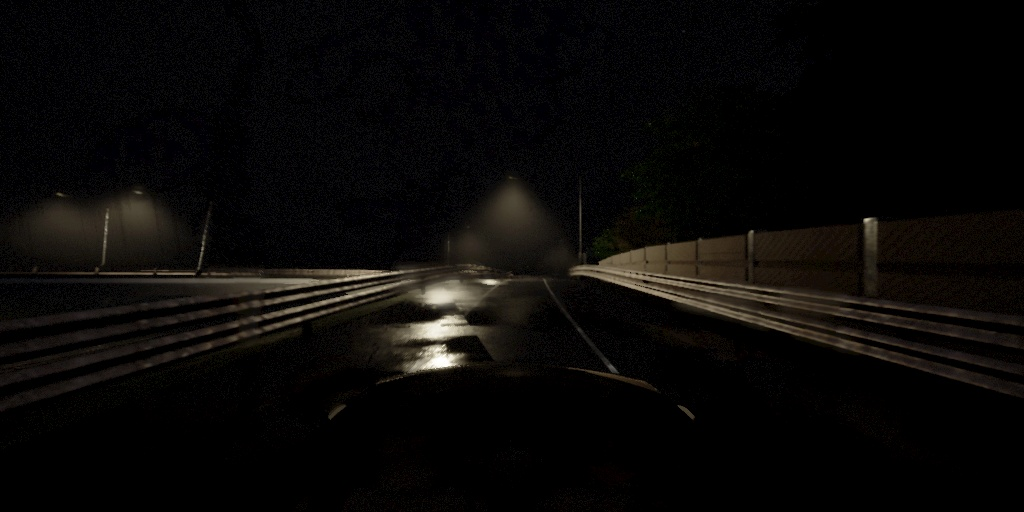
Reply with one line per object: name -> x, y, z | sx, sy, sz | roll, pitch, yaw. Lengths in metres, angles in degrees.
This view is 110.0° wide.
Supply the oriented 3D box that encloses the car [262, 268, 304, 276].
car -> -31.950, 2.448, 50.154 | 4.902, 1.511, 2.128 | 2, -4, -29
